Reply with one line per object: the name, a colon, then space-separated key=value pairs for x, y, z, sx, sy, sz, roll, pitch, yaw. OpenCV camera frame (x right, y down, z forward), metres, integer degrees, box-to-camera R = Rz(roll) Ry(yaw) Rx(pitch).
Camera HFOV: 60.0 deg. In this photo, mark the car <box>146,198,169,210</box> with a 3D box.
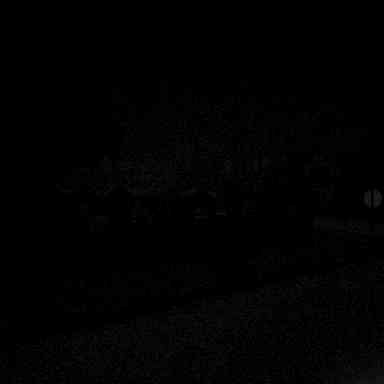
car: x=-3.891 y=1.503 z=39.581 sx=1.837 sy=1.490 sz=4.892 roll=0 pitch=0 yaw=-35
